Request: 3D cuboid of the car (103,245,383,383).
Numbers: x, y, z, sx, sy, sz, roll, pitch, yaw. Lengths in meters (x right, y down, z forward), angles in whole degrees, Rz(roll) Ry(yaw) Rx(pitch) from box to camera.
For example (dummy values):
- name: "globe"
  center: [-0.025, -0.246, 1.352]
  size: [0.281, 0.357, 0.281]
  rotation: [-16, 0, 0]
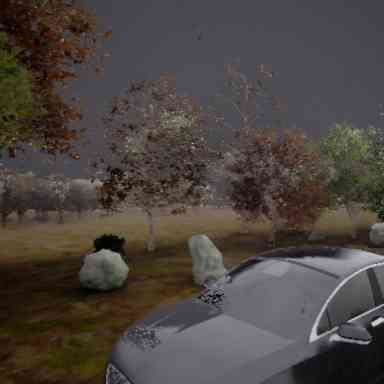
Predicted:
- name: "car"
  center: [1.395, 1.513, 4.072]
  size: [4.892, 1.490, 1.837]
  rotation: [0, 0, -36]
